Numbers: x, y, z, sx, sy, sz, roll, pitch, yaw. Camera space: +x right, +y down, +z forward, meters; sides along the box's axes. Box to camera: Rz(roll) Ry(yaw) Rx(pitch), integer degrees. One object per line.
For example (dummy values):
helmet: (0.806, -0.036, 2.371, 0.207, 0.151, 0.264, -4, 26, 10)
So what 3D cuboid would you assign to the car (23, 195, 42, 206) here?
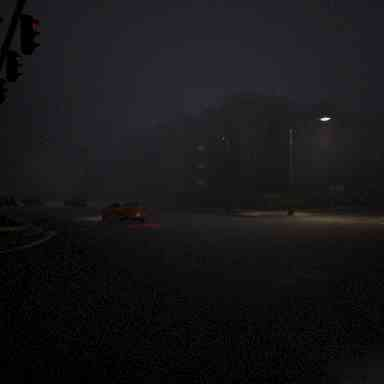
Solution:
car: (-25.076, 1.291, 52.254, 2.097, 1.767, 4.553, 0, 0, -36)

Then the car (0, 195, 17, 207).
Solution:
car: (-27.855, 1.311, 50.124, 2.097, 1.767, 4.553, 0, 0, -36)

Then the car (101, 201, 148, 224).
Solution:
car: (-5.121, 1.419, 24.742, 1.882, 1.535, 5.008, 0, 0, -36)

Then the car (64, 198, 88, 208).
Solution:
car: (-16.038, 1.468, 45.753, 2.033, 1.411, 5.357, 0, 0, -36)
